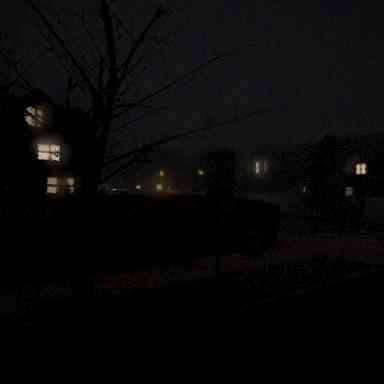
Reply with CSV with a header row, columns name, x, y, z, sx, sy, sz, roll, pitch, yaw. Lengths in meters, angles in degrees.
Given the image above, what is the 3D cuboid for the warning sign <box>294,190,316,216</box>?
name,x,y,z,sx,sy,sz,roll,pitch,yaw
warning sign,8.507,0.821,25.035,1.300,1.860,1.060,-1,0,-36

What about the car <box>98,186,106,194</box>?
name,x,y,z,sx,sy,sz,roll,pitch,yaw
car,-15.908,0.047,54.972,2.150,2.045,5.566,1,1,-36
